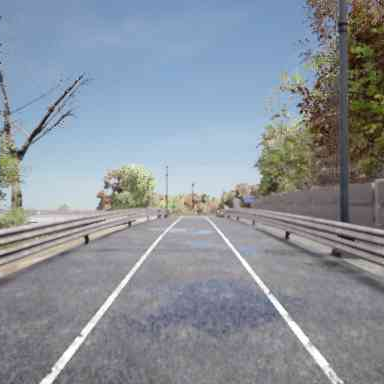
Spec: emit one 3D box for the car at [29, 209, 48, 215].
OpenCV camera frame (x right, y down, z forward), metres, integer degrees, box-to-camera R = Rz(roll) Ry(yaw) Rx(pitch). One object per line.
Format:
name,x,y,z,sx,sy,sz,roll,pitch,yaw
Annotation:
car,-27.061,3.671,57.357,4.181,1.385,1.994,3,-5,-32
